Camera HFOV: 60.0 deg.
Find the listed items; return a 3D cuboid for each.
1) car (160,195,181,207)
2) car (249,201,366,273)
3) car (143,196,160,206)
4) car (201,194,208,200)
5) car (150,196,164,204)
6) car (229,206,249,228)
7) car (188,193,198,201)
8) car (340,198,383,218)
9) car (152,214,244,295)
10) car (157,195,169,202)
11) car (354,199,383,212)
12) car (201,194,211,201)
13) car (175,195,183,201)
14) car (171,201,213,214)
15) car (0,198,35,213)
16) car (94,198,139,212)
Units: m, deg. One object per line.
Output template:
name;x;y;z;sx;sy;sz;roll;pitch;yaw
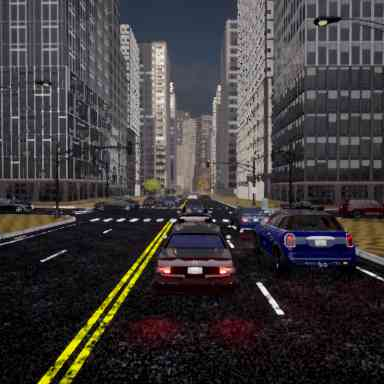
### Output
car;-3.202;1.314;50.541;2.097;1.767;4.553;0;0;-1
car;3.374;1.347;10.828;2.097;1.767;4.553;0;0;0
car;-6.470;1.465;52.383;1.837;1.490;4.892;0;0;0
car;3.470;1.381;92.534;1.882;1.535;5.008;0;0;0
car;-6.413;1.496;62.262;2.033;1.411;5.357;0;0;0
car;3.398;1.536;20.213;2.033;1.411;5.357;0;0;0
car;0.196;1.145;82.695;2.150;2.045;5.566;0;0;0
car;16.273;1.517;30.880;5.009;1.841;2.192;1;0;1
car;0.113;1.543;8.860;2.033;1.411;5.357;0;0;1
car;-6.329;1.474;72.933;2.033;1.411;5.357;0;0;0
car;21.902;1.640;39.154;4.829;1.417;1.752;1;0;1
car;3.435;1.428;77.348;1.837;1.490;4.892;0;0;0
car;-3.062;1.424;79.515;1.837;1.490;4.892;0;0;0
car;0.144;1.481;18.605;2.128;1.511;4.902;0;0;0
car;-18.748;1.338;34.126;4.902;1.511;2.128;1;1;1
car;-8.371;1.393;37.105;4.892;1.490;1.837;1;1;1
